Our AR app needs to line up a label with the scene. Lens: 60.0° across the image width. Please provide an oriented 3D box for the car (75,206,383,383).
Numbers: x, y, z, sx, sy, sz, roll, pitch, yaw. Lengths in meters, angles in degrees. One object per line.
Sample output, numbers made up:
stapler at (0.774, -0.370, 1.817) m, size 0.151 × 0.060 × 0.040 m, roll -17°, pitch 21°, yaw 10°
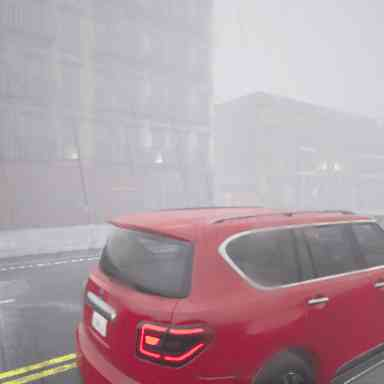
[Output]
car at (1.381, 1.215, 4.424) m, size 5.566 × 2.045 × 2.150 m, roll 0°, pitch 0°, yaw -35°

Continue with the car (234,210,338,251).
car at (4.235, 1.581, 14.689) m, size 4.718 × 1.301 × 1.895 m, roll 0°, pitch 0°, yaw -35°

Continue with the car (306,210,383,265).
car at (6.435, 1.505, 12.265) m, size 4.674 × 1.442 × 1.812 m, roll 0°, pitch 0°, yaw -35°
